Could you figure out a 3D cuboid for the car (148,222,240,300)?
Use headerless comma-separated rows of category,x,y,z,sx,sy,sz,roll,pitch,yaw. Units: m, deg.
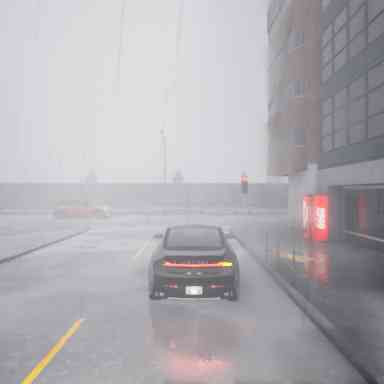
car,0.057,1.503,8.338,1.837,1.490,4.892,0,0,1

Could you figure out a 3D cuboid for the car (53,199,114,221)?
car,-8.643,1.344,26.742,4.553,1.767,2.097,0,0,0
